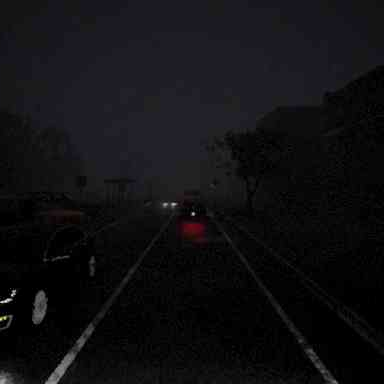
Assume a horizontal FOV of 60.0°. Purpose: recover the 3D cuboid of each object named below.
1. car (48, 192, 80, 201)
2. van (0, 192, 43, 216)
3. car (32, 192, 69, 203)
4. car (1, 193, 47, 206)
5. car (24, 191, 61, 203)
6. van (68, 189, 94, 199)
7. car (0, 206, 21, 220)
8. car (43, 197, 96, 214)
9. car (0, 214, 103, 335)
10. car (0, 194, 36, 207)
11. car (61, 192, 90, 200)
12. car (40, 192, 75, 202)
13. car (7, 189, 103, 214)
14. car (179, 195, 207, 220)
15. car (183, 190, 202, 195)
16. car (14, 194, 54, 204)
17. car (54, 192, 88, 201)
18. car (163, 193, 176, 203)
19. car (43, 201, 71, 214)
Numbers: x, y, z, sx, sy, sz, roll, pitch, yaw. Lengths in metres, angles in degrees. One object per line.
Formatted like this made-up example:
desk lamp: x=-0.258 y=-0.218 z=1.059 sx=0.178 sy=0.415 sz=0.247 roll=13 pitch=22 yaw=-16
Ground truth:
car: x=-22.169 y=0.817 z=57.727 sx=4.792 sy=1.488 sz=2.163 roll=0 pitch=1 yaw=0
van: x=-9.098 y=1.126 z=14.129 sx=4.442 sy=1.987 sz=1.878 roll=0 pitch=1 yaw=0
car: x=-22.136 y=0.857 z=52.177 sx=5.008 sy=1.535 sz=2.097 roll=0 pitch=1 yaw=0
car: x=-22.110 y=0.963 z=43.851 sx=5.008 sy=1.535 sz=2.097 roll=0 pitch=1 yaw=0
car: x=-22.157 y=0.767 z=49.400 sx=4.553 sy=1.767 sz=2.185 roll=0 pitch=1 yaw=0
van: x=-22.038 y=0.459 z=66.048 sx=4.442 sy=1.987 sz=1.878 roll=0 pitch=1 yaw=0
car: x=-8.970 y=1.389 z=11.329 sx=5.008 sy=1.535 sz=2.097 roll=0 pitch=1 yaw=0
car: x=-8.806 y=1.276 z=19.739 sx=5.366 sy=1.575 sz=1.946 roll=0 pitch=1 yaw=0
car: x=-3.353 y=1.438 z=6.820 sx=1.837 sy=1.490 sz=4.892 roll=0 pitch=1 yaw=0
car: x=-22.107 y=1.040 z=41.074 sx=4.674 sy=1.452 sz=2.002 roll=0 pitch=1 yaw=0
car: x=-22.180 y=0.748 z=63.278 sx=4.792 sy=1.488 sz=2.163 roll=0 pitch=1 yaw=0
car: x=-22.129 y=0.823 z=54.952 sx=4.892 sy=1.521 sz=2.231 roll=0 pitch=1 yaw=0
car: x=-8.968 y=0.991 z=22.539 sx=5.566 sy=2.045 sz=2.435 roll=0 pitch=1 yaw=0
car: x=0.088 y=1.228 z=24.922 sx=1.837 sy=1.490 sz=4.892 roll=0 pitch=0 yaw=0
car: x=0.082 y=0.729 z=41.121 sx=2.150 sy=2.045 sz=5.566 roll=0 pitch=1 yaw=0
car: x=-22.118 y=0.968 z=46.627 sx=4.674 sy=1.452 sz=2.002 roll=0 pitch=1 yaw=0
car: x=-21.959 y=0.750 z=60.501 sx=5.366 sy=1.575 sz=1.946 roll=0 pitch=1 yaw=0
car: x=-3.346 y=0.887 z=50.473 sx=2.033 sy=1.411 sz=5.357 roll=0 pitch=1 yaw=0
car: x=-8.989 y=1.356 z=16.936 sx=4.674 sy=1.452 sz=2.002 roll=0 pitch=1 yaw=0
